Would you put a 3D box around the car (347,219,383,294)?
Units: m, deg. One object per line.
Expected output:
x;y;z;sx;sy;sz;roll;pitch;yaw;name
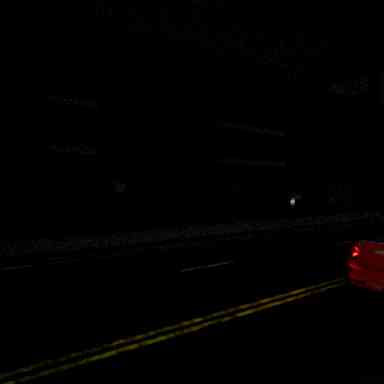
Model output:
5.529;1.302;7.448;4.553;1.767;2.097;0;0;-35;car
